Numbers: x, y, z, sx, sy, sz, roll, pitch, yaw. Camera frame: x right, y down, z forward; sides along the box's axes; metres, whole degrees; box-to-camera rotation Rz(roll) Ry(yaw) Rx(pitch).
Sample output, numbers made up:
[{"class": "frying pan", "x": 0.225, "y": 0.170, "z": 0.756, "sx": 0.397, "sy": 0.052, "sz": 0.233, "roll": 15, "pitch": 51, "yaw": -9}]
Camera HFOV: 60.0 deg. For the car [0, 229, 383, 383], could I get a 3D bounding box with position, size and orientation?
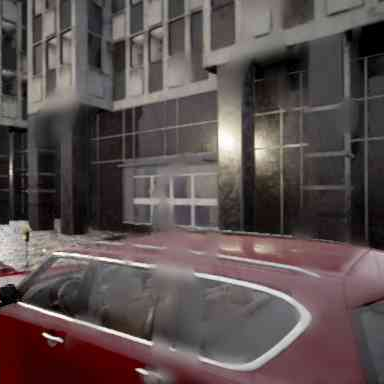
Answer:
[{"class": "car", "x": -0.443, "y": 1.316, "z": 3.283, "sx": 5.009, "sy": 1.841, "sz": 2.192, "roll": 0, "pitch": 0, "yaw": 35}]
